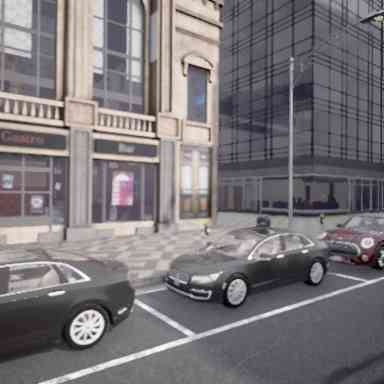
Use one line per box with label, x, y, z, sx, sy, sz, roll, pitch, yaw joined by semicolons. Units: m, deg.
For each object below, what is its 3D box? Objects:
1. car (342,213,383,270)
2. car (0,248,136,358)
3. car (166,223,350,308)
car;5.923;1.436;10.993;4.097;1.590;1.967;0;1;-36
car;-2.959;1.551;4.643;4.403;1.369;2.008;0;1;-36
car;1.482;1.547;7.819;4.403;1.369;2.008;0;1;-36
